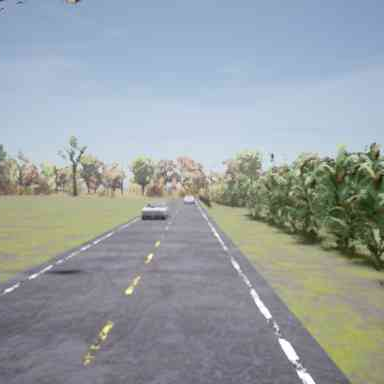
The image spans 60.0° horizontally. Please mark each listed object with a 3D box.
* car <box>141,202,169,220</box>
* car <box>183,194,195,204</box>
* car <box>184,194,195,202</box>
[{"bbox_3d":[-2.969,1.506,27.263,1.895,1.301,4.718,0,0,0],"label":"car"},{"bbox_3d":[-0.488,1.327,57.582,1.812,1.442,4.674,0,0,-1],"label":"car"},{"bbox_3d":[-0.585,1.237,67.859,2.128,1.511,4.902,0,0,-1],"label":"car"}]
